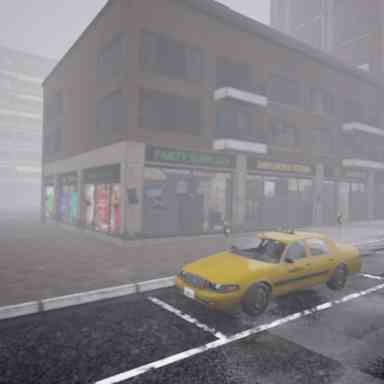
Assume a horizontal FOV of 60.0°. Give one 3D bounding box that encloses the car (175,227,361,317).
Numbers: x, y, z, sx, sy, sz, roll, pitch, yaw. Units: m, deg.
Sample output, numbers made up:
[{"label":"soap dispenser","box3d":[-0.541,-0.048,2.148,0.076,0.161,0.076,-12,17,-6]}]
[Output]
[{"label":"car","box3d":[1.916,1.501,7.442,4.829,1.417,1.752,0,2,-35]}]
